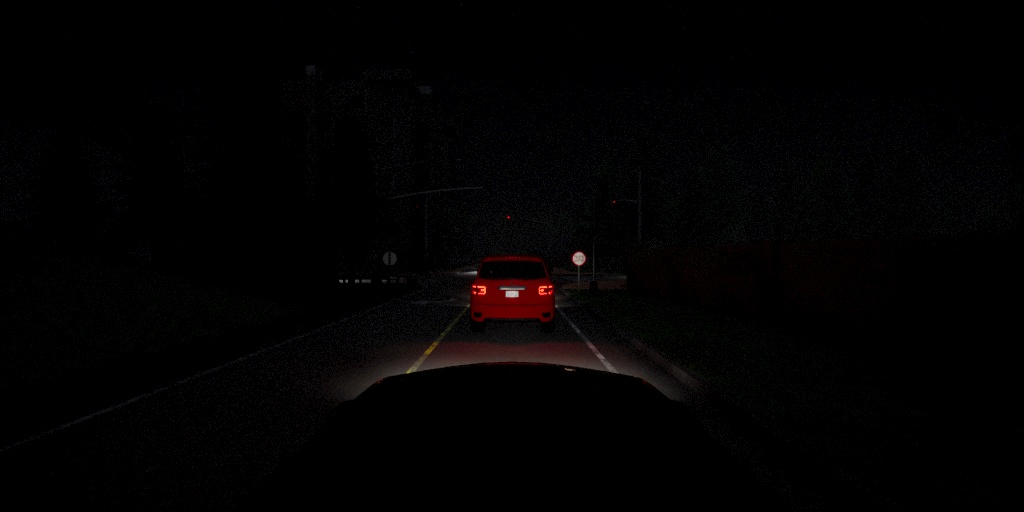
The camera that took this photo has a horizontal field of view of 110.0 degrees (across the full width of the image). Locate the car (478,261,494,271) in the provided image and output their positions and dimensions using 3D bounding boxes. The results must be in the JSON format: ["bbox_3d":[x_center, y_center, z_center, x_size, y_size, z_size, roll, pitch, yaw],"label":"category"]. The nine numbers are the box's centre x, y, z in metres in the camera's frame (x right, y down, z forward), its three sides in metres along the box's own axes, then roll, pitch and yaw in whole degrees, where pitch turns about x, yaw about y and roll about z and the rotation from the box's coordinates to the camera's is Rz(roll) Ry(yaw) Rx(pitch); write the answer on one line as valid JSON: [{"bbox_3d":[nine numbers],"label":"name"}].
[{"bbox_3d":[-3.547,1.351,50.129,1.895,1.301,4.718,0,0,0],"label":"car"}]

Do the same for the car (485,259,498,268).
[{"bbox_3d":[-3.504,1.297,62.539,2.033,1.411,5.357,0,0,0],"label":"car"}]

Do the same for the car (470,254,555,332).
[{"bbox_3d":[0.052,0.971,10.958,2.150,2.045,5.566,0,0,1],"label":"car"}]
